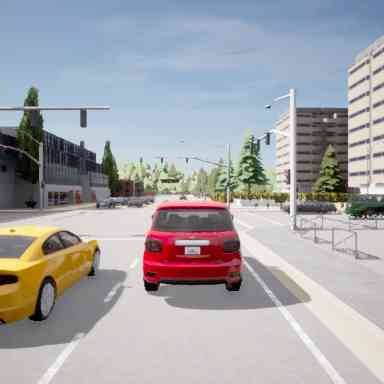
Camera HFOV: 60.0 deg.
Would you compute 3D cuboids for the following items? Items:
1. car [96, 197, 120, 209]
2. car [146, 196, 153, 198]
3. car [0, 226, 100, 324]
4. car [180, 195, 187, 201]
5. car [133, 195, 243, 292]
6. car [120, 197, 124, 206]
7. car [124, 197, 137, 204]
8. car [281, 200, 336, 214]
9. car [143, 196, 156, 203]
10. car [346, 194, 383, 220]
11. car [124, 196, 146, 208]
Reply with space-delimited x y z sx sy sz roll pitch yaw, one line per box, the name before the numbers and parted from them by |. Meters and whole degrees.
car | -11.792 1.492 45.836 2.128 1.511 4.902 0 0 -2
car | -8.646 1.492 59.467 2.128 1.511 4.902 0 0 -1
car | -3.478 1.478 7.275 1.882 1.535 5.008 0 0 0
car | -2.333 1.524 87.170 1.812 1.442 4.674 0 0 -2
car | 0.017 1.222 9.090 2.150 2.045 5.566 0 0 0
car | -12.061 1.547 56.088 2.033 1.411 5.357 0 0 -1
car | -12.284 1.601 66.374 1.895 1.301 4.718 0 0 -1
car | 12.085 1.547 34.557 5.357 1.411 2.033 0 0 -2
car | -8.859 1.540 69.831 2.033 1.411 5.357 0 0 -2
car | 15.656 1.221 27.457 5.566 2.045 2.150 0 0 -2
car | -8.388 1.505 49.256 1.837 1.490 4.892 0 0 -2
